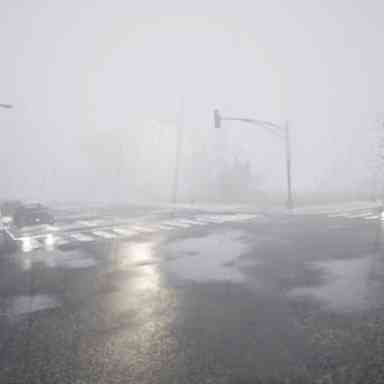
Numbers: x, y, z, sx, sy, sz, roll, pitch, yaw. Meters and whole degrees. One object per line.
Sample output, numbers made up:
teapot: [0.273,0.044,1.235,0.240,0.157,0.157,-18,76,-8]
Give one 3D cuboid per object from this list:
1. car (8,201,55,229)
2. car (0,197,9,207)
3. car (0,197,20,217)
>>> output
car: [-10.028,1.439,20.931,1.994,1.385,4.181,-4,2,-33]
car: [-28.126,1.473,48.637,1.895,1.301,4.718,-4,2,-33]
car: [-16.542,1.440,30.850,1.994,1.385,4.181,-4,2,-33]
